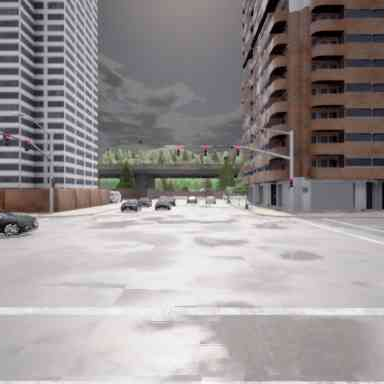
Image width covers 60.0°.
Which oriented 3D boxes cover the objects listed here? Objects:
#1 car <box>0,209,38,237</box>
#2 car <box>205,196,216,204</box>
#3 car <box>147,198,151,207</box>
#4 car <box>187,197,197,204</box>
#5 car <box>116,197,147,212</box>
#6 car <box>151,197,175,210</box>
[{"bbox_3d":[-10.570,1.502,17.032,4.892,1.490,1.837,0,1,-12],"label":"car"},{"bbox_3d":[3.514,1.508,63.150,1.812,1.442,4.674,0,0,0],"label":"car"},{"bbox_3d":[-7.078,1.534,49.773,2.033,1.411,5.357,0,0,0],"label":"car"},{"bbox_3d":[0.014,1.546,63.149,1.994,1.385,4.181,0,0,0],"label":"car"},{"bbox_3d":[-7.091,1.536,39.420,2.033,1.411,5.357,0,0,0],"label":"car"},{"bbox_3d":[-3.590,1.536,42.289,2.033,1.411,5.357,0,0,0],"label":"car"}]
